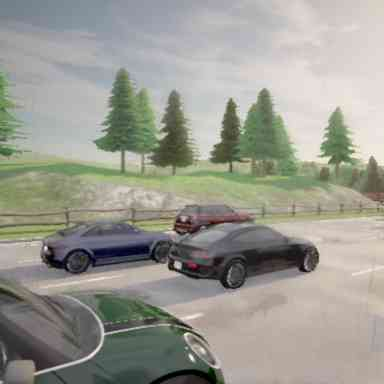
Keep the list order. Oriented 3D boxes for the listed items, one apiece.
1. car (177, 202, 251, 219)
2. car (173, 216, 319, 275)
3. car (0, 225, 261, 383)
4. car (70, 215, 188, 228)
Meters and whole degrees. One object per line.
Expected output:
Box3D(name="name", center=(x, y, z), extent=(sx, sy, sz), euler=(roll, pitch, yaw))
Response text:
Box3D(name="car", center=(1.323, 1.409, 17.624), extent=(4.553, 1.767, 2.097), euler=(1, 0, -36))
Box3D(name="car", center=(1.541, 1.560, 9.166), extent=(4.674, 1.442, 1.812), euler=(0, 0, -36))
Box3D(name="car", center=(-1.891, 1.345, 2.402), extent=(4.553, 1.767, 2.097), euler=(1, 0, -36))
Box3D(name="car", center=(-2.499, 1.578, 10.579), extent=(4.181, 1.385, 1.994), euler=(0, 0, -36))
